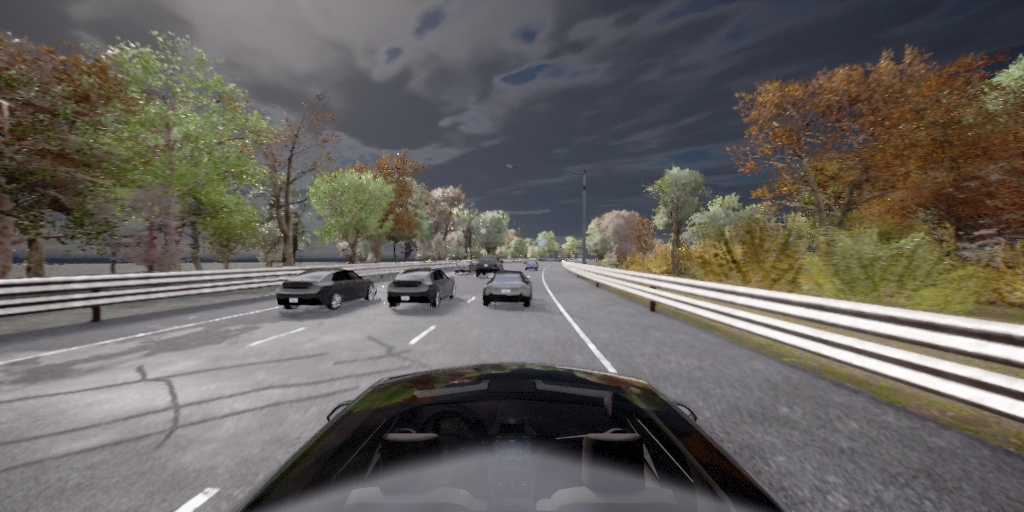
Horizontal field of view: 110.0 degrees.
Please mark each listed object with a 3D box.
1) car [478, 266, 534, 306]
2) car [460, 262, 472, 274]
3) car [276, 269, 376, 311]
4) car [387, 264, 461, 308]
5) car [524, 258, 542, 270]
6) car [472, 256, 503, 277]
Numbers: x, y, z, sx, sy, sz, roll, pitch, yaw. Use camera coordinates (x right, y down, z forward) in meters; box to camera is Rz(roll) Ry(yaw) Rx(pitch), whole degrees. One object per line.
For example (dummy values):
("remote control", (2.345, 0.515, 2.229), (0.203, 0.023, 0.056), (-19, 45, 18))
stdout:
("car", (-0.119, 1.334, 15.973), (1.994, 1.385, 4.181), (0, 0, 3))
("car", (-5.243, 1.346, 41.501), (2.033, 1.411, 5.357), (0, 0, 5))
("car", (-7.218, 1.249, 14.495), (1.837, 1.490, 4.892), (0, 0, 3))
("car", (-3.671, 1.263, 15.240), (1.837, 1.490, 4.892), (0, 0, 3))
("car", (3.087, 1.399, 54.551), (2.033, 1.411, 5.357), (0, 0, 6))
("car", (-2.194, 1.020, 36.239), (2.150, 2.045, 5.566), (0, 0, 5))
